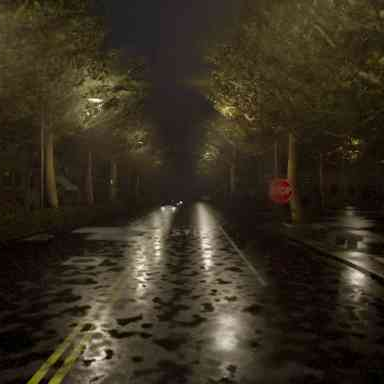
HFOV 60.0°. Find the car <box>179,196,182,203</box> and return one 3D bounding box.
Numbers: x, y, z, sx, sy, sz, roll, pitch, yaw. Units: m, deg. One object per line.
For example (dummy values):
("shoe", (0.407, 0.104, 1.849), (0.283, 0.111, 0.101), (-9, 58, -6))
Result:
("car", (-3.414, 1.547, 69.117), (2.033, 1.411, 5.357), (0, 0, 0))

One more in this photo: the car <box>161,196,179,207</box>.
("car", (-3.523, 1.352, 50.447), (2.097, 1.767, 4.553), (0, 0, 0))

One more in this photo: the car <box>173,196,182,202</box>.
("car", (-3.397, 1.595, 79.393), (1.895, 1.301, 4.718), (0, 0, 0))

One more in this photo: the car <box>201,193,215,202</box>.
("car", (3.148, 1.228, 73.093), (2.435, 2.045, 5.566), (0, 0, 0))

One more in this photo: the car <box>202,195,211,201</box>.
("car", (3.748, 1.480, 87.458), (2.231, 1.521, 4.892), (0, 0, 0))
